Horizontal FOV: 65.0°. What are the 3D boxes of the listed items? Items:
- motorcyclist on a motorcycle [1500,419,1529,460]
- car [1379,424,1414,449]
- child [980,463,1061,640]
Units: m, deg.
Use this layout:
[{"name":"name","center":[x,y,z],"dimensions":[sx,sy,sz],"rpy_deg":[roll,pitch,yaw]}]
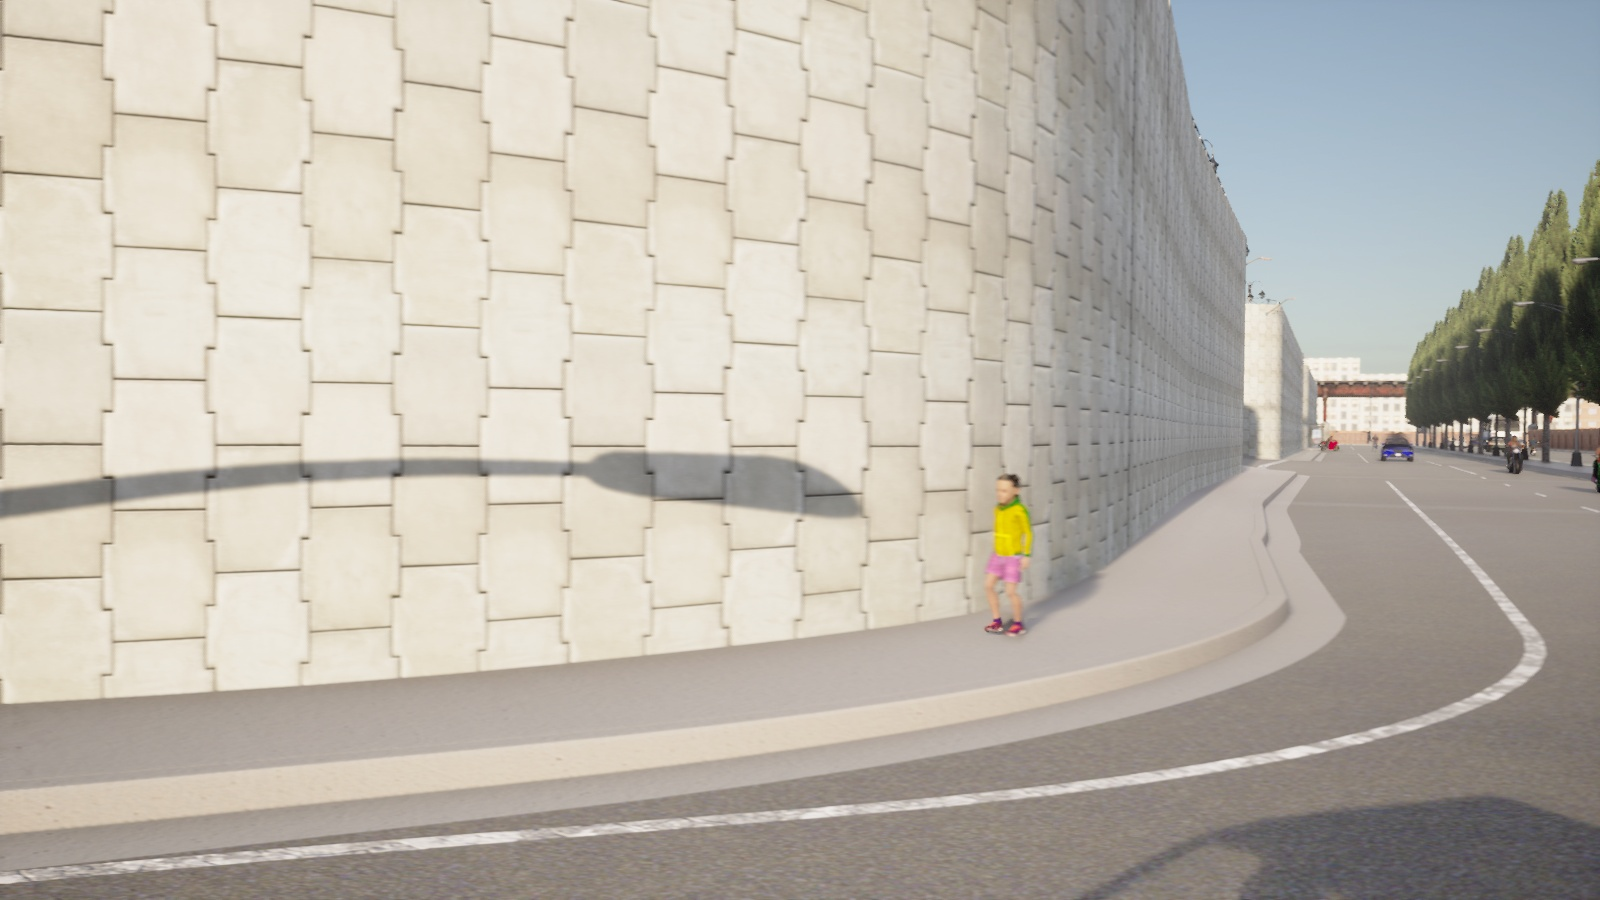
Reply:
[{"name":"motorcyclist on a motorcycle","center":[29.914,-0.452,52.593],"dimensions":[0.766,1.649,2.350],"rpy_deg":[0,1,23]},{"name":"car","center":[36.567,-0.835,77.054],"dimensions":[1.816,1.474,4.193],"rpy_deg":[0,1,23]},{"name":"child","center":[1.513,0.678,8.604],"dimensions":[0.473,1.160,0.299],"rpy_deg":[-1,1,-39]}]
